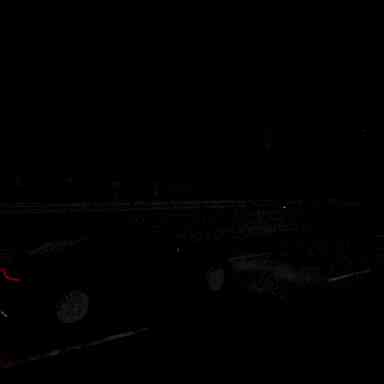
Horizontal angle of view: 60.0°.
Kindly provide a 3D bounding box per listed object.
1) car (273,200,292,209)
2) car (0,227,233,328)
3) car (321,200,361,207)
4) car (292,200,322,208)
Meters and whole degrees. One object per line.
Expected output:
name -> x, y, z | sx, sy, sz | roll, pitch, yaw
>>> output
car -> 11.273, 1.632, 37.819 | 4.674, 1.442, 1.812 | 1, 0, -35
car -> -1.346, 1.489, 7.087 | 5.008, 1.535, 1.882 | 0, 0, -36
car -> 14.753, 1.628, 31.708 | 4.674, 1.442, 1.812 | 0, 0, -35
car -> 13.089, 1.612, 34.816 | 4.892, 1.490, 1.837 | 1, -1, -35
